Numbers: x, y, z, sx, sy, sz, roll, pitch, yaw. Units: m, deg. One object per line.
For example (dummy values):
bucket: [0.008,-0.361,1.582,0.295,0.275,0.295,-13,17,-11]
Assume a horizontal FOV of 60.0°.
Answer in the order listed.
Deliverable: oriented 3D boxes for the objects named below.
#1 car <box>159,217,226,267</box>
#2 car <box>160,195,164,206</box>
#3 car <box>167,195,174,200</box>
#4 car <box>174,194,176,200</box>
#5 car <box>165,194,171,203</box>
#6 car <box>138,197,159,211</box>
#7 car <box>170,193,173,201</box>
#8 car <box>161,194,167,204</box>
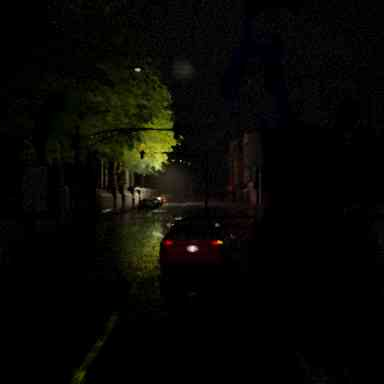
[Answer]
car: [0.027,1.541,11.276,1.994,1.385,4.181,0,0,0]
car: [-5.524,1.482,47.536,2.008,1.369,4.403,1,0,0]
car: [-5.859,1.511,90.967,1.752,1.417,4.829,1,0,0]
car: [-5.816,1.410,85.686,1.967,1.590,4.097,1,0,0]
car: [-5.651,1.515,63.886,1.802,1.307,4.206,1,0,0]
car: [-5.496,1.487,40.401,2.008,1.369,4.403,1,0,0]
car: [-5.687,1.253,69.336,2.192,1.841,5.009,1,0,0]
car: [-5.566,1.495,52.986,1.947,1.339,4.313,1,0,0]
